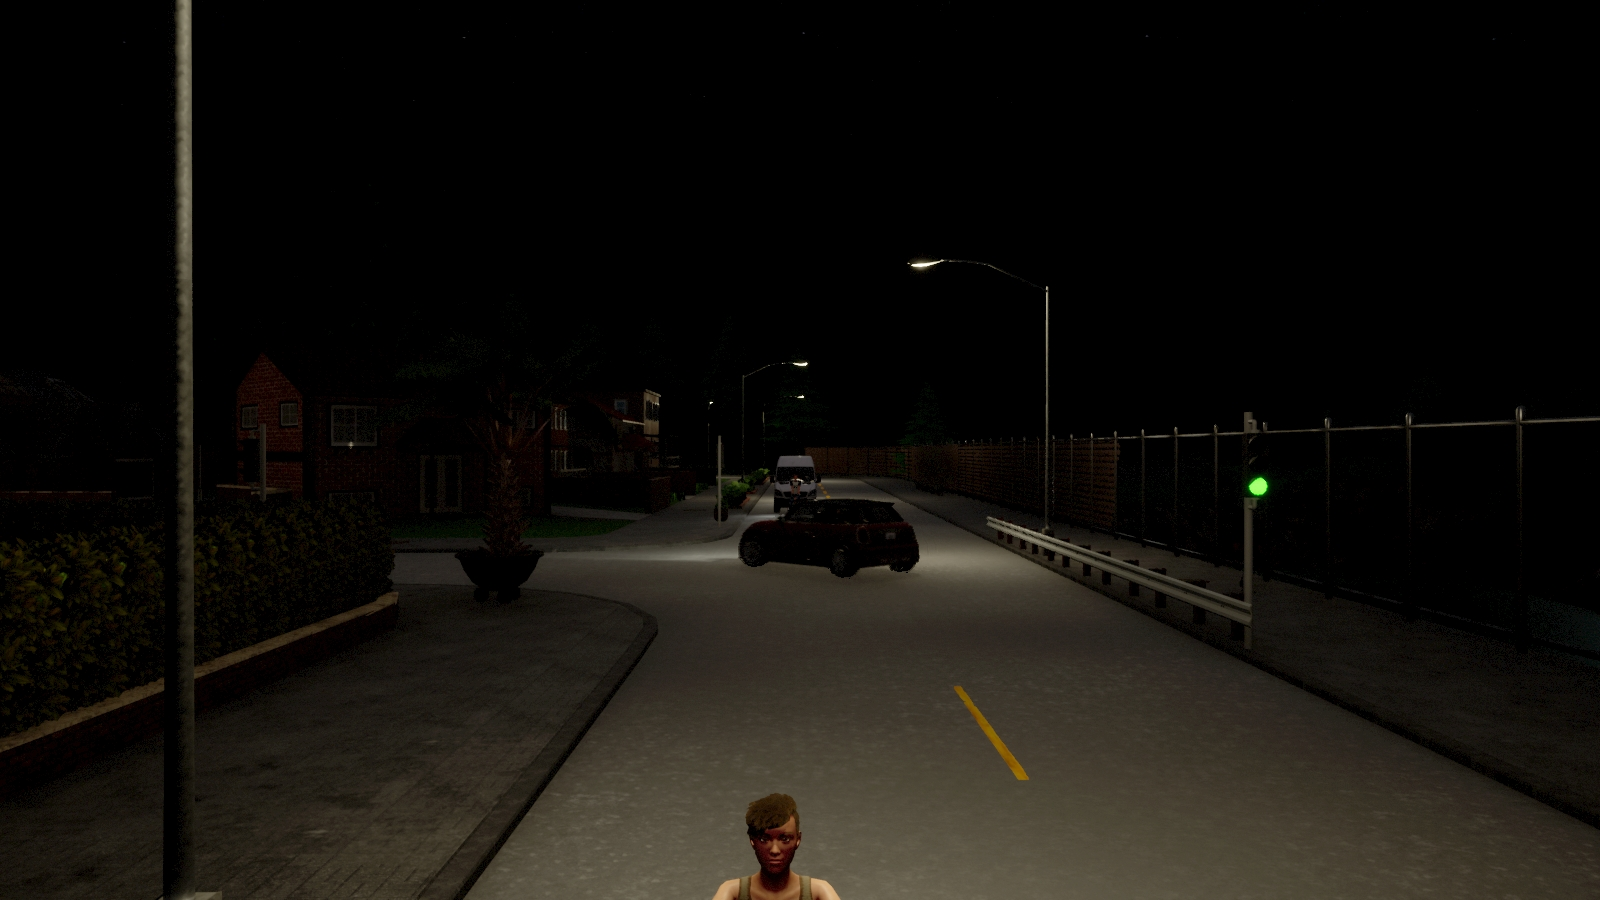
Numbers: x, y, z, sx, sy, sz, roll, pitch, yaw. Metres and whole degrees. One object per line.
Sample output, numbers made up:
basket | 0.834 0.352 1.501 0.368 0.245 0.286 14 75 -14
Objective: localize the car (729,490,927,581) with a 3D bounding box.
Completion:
car | 0.563 1.916 26.838 2.097 1.767 4.553 0 0 -42

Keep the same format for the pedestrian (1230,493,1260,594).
pedestrian | 8.358 1.752 21.457 0.375 1.860 0.375 0 0 -22

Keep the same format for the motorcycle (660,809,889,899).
motorcycle | -0.084 2.157 3.590 0.764 1.307 2.356 0 0 -1
